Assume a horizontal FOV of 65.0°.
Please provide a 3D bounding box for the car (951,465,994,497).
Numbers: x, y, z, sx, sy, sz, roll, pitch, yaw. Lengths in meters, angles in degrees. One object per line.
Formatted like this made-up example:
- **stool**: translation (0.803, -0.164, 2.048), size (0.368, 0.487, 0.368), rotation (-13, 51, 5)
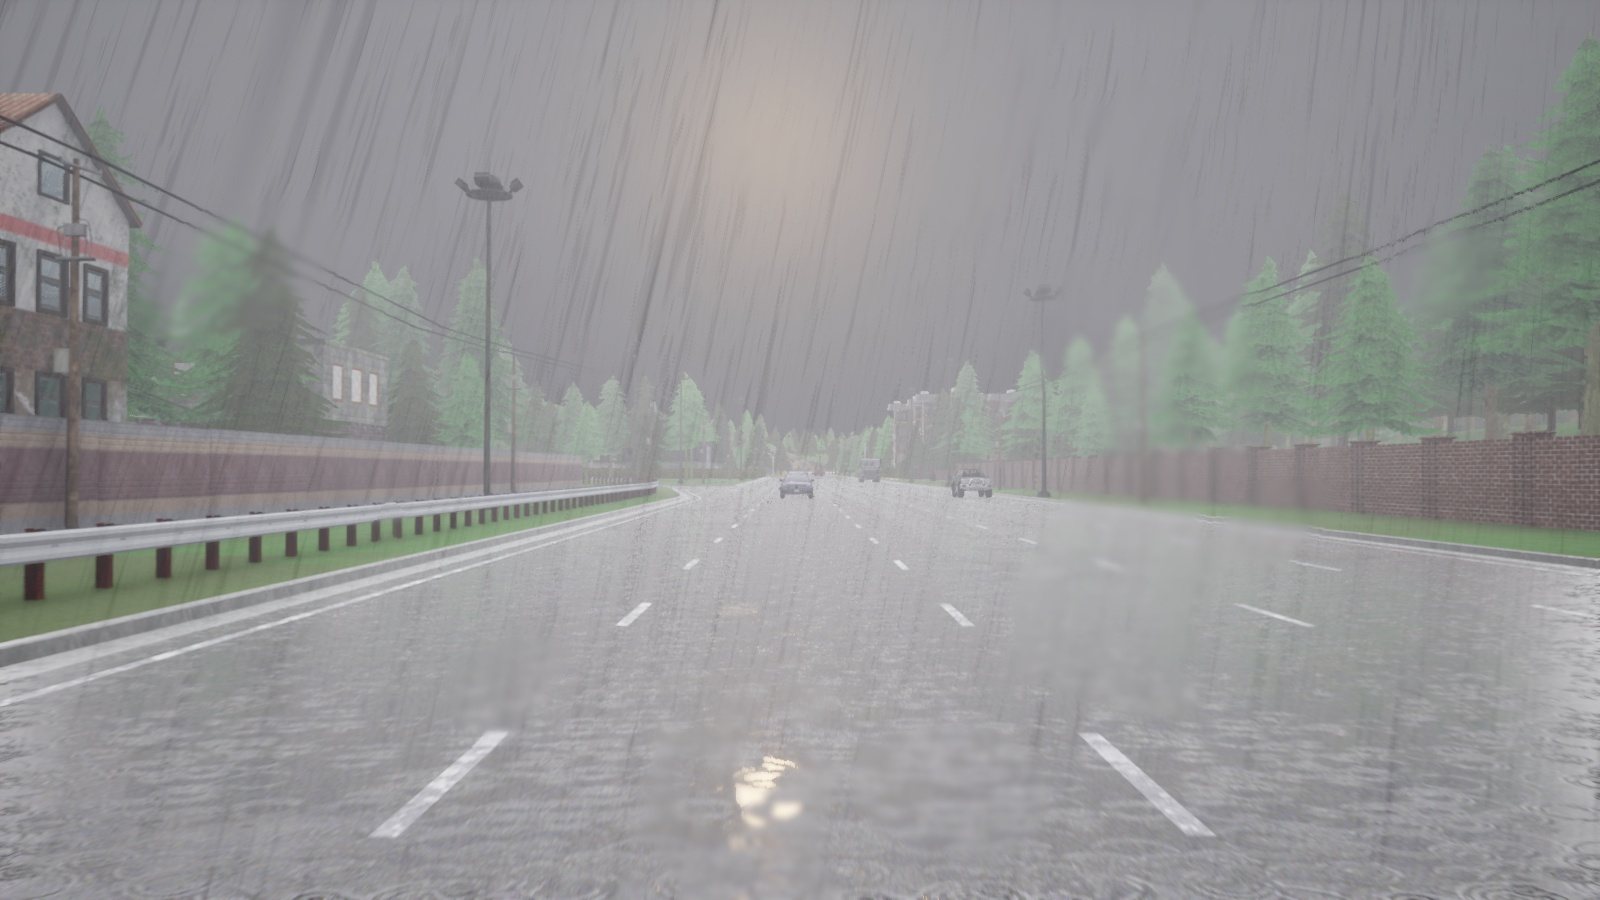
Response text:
- **car**: translation (10.318, 1.852, 75.370), size (1.932, 1.855, 4.605), rotation (0, -1, 0)

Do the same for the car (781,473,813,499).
- **car**: translation (-0.173, 2.048, 72.078), size (1.812, 1.442, 4.674), rotation (0, -1, 0)
